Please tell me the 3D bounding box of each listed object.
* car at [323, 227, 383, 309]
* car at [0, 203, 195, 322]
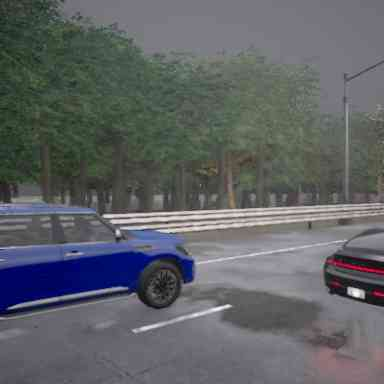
[{"bbox_3d":[4.829,1.500,7.198,4.892,1.490,1.837,0,0,-35],"label":"car"},{"bbox_3d":[-2.596,1.222,6.191,5.566,2.045,2.150,0,0,-35],"label":"car"}]
